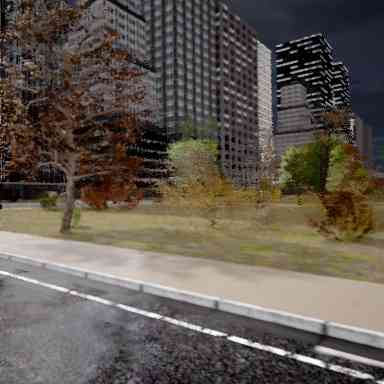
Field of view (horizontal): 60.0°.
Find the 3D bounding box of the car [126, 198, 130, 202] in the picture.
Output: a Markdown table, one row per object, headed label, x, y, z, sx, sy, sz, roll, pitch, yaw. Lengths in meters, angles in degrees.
| label | x | y | z | sx | sy | sz | roll | pitch | yaw |
| --- | --- | --- | --- | --- | --- | --- | --- | --- | --- |
| car | -15.185 | 1.671 | 71.806 | 1.812 | 1.442 | 4.674 | -1 | -1 | 37 |
